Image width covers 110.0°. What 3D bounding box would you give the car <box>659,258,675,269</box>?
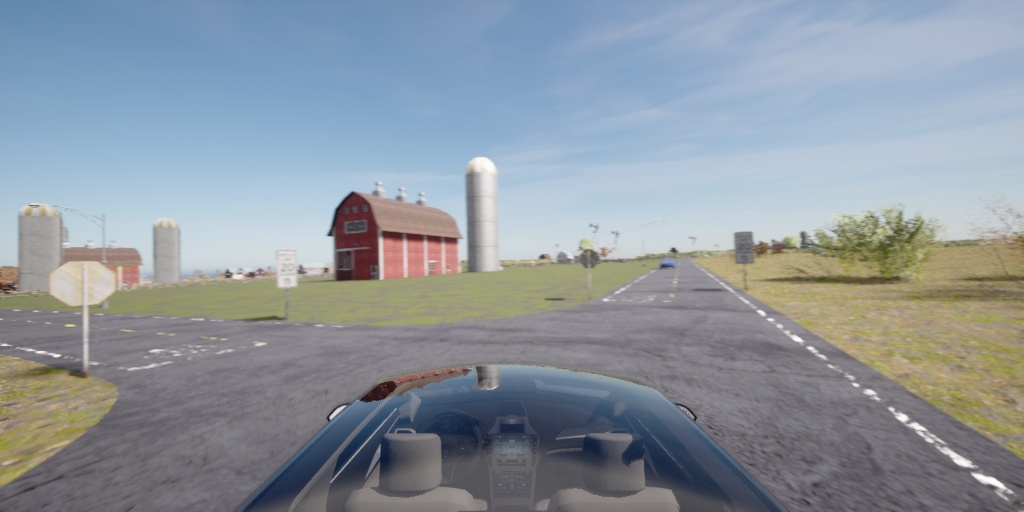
[{"bbox_3d":[21.793,1.026,50.333,1.882,1.535,5.008,-2,-1,25],"label":"car"}]
